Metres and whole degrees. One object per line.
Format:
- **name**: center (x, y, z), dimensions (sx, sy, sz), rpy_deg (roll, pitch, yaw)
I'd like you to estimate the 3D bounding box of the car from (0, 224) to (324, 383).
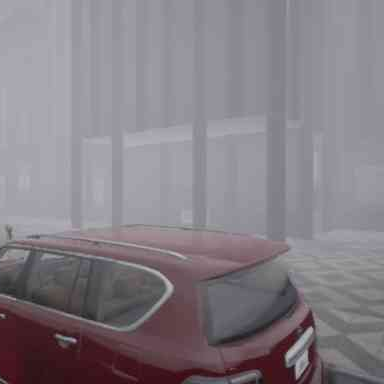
- **car**: center (-1.156, 1.314, 3.785), dimensions (5.009, 1.841, 2.192), rpy_deg (0, 0, 36)
